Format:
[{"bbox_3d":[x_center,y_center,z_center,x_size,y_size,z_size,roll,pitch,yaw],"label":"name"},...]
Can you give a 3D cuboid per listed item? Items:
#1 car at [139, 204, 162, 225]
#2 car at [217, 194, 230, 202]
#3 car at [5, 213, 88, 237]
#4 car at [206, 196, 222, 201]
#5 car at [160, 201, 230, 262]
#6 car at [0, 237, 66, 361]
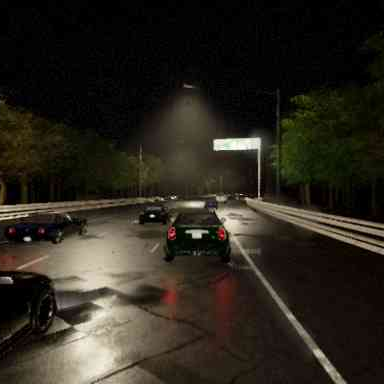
[{"bbox_3d":[-2.586,1.615,24.692,1.994,1.385,4.181,0,0,4],"label":"car"},{"bbox_3d":[6.273,1.369,70.759,2.150,2.045,5.566,0,0,10],"label":"car"},{"bbox_3d":[-6.586,1.623,15.752,1.895,1.301,4.718,0,0,2],"label":"car"},{"bbox_3d":[2.658,1.648,45.506,2.033,1.411,5.357,0,0,7],"label":"car"},{"bbox_3d":[0.225,1.384,12.505,2.097,1.767,4.553,0,0,2],"label":"car"},{"bbox_3d":[-3.343,1.567,4.086,1.994,1.385,4.181,0,0,1],"label":"car"}]
